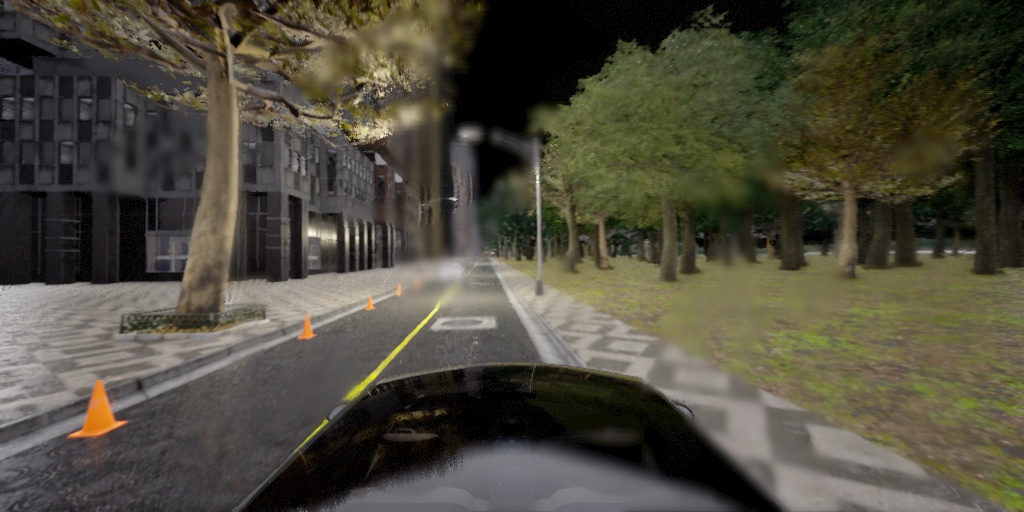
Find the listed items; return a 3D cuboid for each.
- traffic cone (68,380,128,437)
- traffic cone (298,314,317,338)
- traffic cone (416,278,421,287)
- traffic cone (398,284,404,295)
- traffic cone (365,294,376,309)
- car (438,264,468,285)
[{"bbox_3d":[-4.938,1.784,4.293,0.340,0.580,0.340,0,0,-4],"label":"traffic cone"},{"bbox_3d":[-5.287,1.794,9.281,0.340,0.580,0.340,0,0,-4],"label":"traffic cone"},{"bbox_3d":[-6.337,1.792,24.247,0.340,0.580,0.340,0,0,-4],"label":"traffic cone"},{"bbox_3d":[-5.988,1.798,19.258,0.340,0.580,0.340,0,0,-4],"label":"traffic cone"},{"bbox_3d":[-5.637,1.801,14.270,0.340,0.580,0.340,0,0,-4],"label":"traffic cone"},{"bbox_3d":[-4.380,1.324,26.919,1.812,1.442,4.674,-1,0,-5],"label":"car"}]
